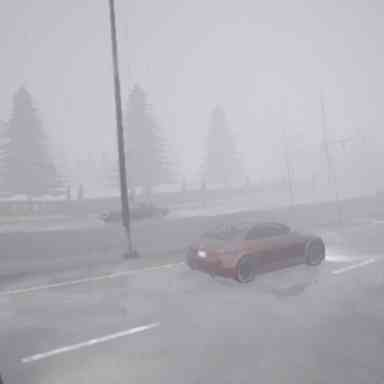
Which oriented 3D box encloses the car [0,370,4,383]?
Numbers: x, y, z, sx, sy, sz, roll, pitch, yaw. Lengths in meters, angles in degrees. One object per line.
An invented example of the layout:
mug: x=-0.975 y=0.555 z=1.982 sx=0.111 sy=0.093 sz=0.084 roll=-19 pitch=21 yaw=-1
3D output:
car: x=-3.442 y=1.502 z=1.292 sx=4.892 sy=1.490 sz=1.837 roll=1 pitch=0 yaw=-35

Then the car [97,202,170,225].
car: x=-3.966 y=1.383 z=22.657 sx=4.718 sy=1.301 sz=1.895 roll=-3 pitch=2 yaw=-35

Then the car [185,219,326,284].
car: x=1.882 y=1.450 z=9.387 sx=4.181 sy=1.385 sz=1.994 roll=-2 pitch=1 yaw=-35
